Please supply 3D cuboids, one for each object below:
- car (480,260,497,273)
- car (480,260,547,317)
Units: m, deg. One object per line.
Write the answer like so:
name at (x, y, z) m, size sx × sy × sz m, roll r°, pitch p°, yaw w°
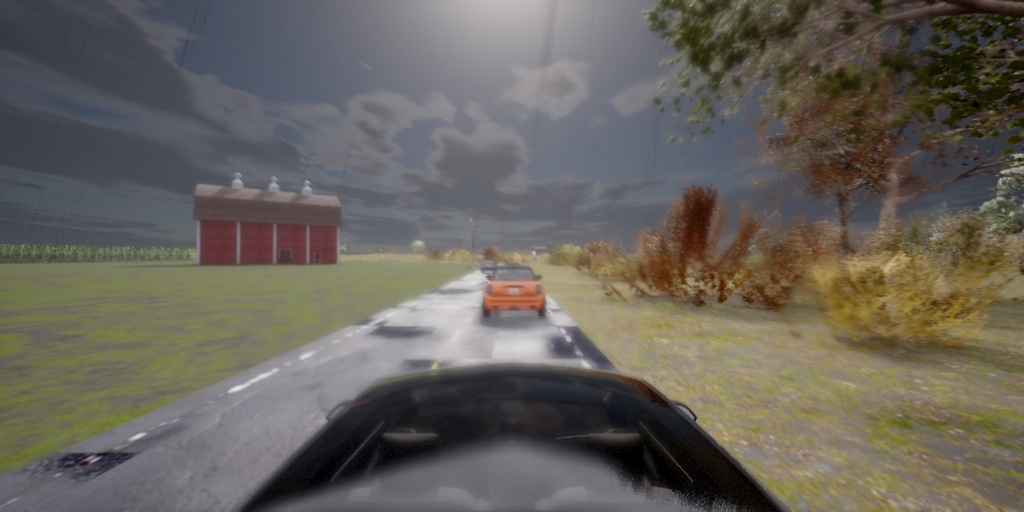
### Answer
car at (-2.841, 1.298, 44.770) m, size 1.837 × 1.490 × 4.892 m, roll 0°, pitch 0°, yaw 0°
car at (0.082, 1.118, 13.456) m, size 2.097 × 1.767 × 4.553 m, roll 0°, pitch 0°, yaw 0°
